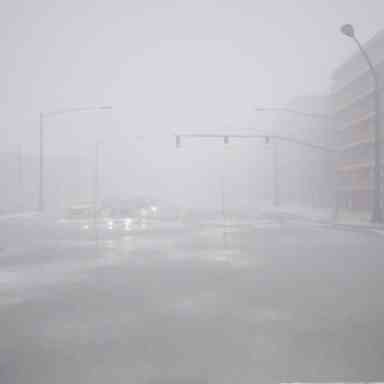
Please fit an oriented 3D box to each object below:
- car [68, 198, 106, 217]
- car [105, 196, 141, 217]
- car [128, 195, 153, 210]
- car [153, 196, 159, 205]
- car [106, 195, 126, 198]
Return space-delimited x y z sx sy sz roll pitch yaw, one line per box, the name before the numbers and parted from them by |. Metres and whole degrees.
car | -9.791 1.428 30.683 1.882 1.535 5.008 0 1 0
car | -6.295 1.448 30.992 1.837 1.490 4.892 0 1 0
car | -6.247 1.336 40.395 1.837 1.490 4.892 0 1 0
car | -6.205 1.284 50.278 1.895 1.301 4.718 0 1 0
car | -9.746 1.340 40.168 1.837 1.490 4.892 0 1 0
